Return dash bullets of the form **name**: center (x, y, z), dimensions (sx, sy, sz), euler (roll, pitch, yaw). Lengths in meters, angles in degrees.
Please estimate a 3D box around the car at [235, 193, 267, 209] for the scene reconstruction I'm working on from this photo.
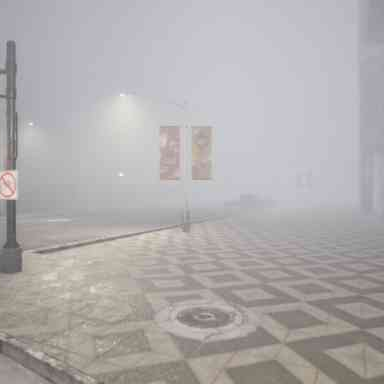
- **car**: center (8.202, 1.188, 45.830), dimensions (2.150, 2.045, 5.566), euler (0, 0, 26)

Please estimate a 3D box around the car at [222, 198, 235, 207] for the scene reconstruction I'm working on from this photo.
- **car**: center (6.150, 1.570, 49.048), dimensions (1.895, 1.301, 4.718), euler (0, 0, 27)

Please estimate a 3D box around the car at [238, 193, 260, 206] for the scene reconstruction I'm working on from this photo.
- **car**: center (9.811, 1.182, 56.612), dimensions (2.150, 2.045, 5.566), euler (0, 0, 26)

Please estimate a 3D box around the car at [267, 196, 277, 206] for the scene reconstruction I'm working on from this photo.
- **car**: center (12.719, 1.448, 55.159), dimensions (2.128, 1.511, 4.902), euler (0, 0, 26)
